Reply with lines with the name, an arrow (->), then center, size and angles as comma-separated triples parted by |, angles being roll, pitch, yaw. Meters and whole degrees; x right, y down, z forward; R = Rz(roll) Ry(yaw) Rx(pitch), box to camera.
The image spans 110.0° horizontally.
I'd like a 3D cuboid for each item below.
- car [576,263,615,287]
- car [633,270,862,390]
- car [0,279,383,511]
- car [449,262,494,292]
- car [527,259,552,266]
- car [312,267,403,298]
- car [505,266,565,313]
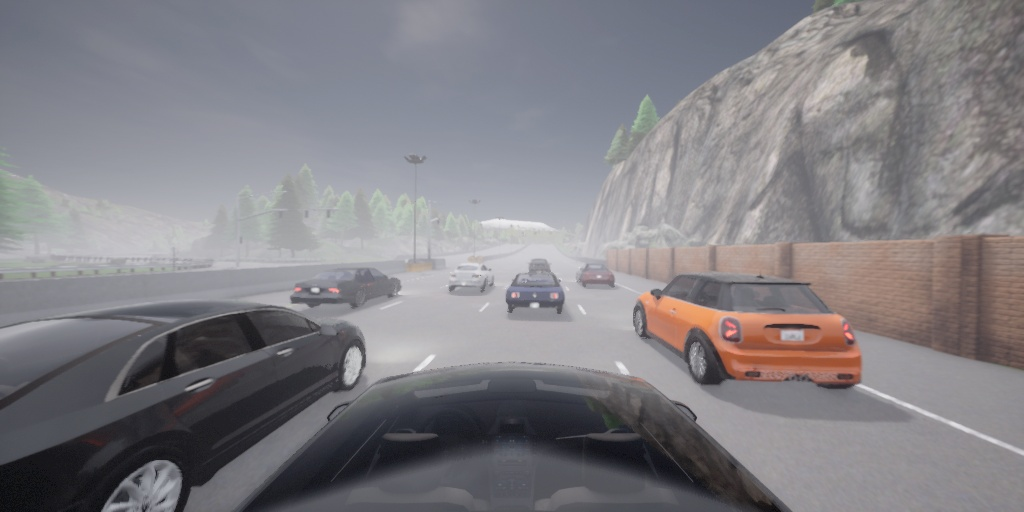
car -> 5.171, 1.140, 22.661 | 1.994, 1.385, 4.181 | 1, 1, 5
car -> 3.961, 1.082, 7.035 | 2.097, 1.767, 4.553 | 1, 1, 3
car -> -3.225, 1.204, 3.699 | 1.837, 1.490, 4.892 | 0, 0, 1
car -> -2.123, 1.069, 19.373 | 1.812, 1.442, 4.674 | 1, 1, 5
car -> 2.332, 0.966, 30.853 | 1.837, 1.490, 4.892 | 1, 0, 5
car -> -6.086, 1.113, 13.939 | 2.033, 1.411, 5.357 | 1, 1, 5
car -> 0.885, 1.236, 13.361 | 1.895, 1.301, 4.718 | 1, 1, 5
